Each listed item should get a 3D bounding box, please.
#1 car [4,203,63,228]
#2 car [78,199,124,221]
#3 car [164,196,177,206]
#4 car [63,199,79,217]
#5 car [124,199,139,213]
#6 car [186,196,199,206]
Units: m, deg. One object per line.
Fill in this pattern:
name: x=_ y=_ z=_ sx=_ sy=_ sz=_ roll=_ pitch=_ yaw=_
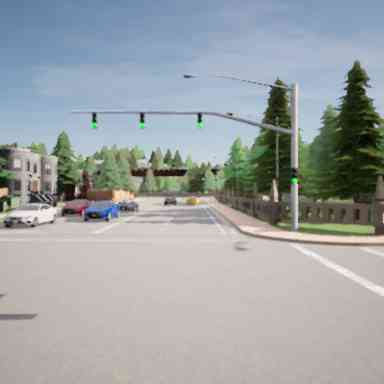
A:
car: x=-10.605 y=1.491 z=22.271 sx=1.812 sy=1.442 sz=4.674 roll=0 pitch=0 yaw=0
car: x=-7.106 y=1.436 z=26.605 sx=1.882 sy=1.535 sz=5.008 roll=0 pitch=0 yaw=0
car: x=-3.425 y=1.410 z=53.211 sx=2.128 sy=1.511 sz=4.902 roll=0 pitch=0 yaw=0
car: x=-10.600 y=1.429 z=31.324 sx=1.882 sy=1.535 sz=5.008 roll=0 pitch=0 yaw=0
car: x=-7.082 y=1.508 z=36.593 sx=1.994 sy=1.385 sz=4.181 roll=0 pitch=0 yaw=0
car: x=0.078 y=1.397 z=53.155 sx=1.882 sy=1.535 sz=5.008 roll=0 pitch=0 yaw=0
